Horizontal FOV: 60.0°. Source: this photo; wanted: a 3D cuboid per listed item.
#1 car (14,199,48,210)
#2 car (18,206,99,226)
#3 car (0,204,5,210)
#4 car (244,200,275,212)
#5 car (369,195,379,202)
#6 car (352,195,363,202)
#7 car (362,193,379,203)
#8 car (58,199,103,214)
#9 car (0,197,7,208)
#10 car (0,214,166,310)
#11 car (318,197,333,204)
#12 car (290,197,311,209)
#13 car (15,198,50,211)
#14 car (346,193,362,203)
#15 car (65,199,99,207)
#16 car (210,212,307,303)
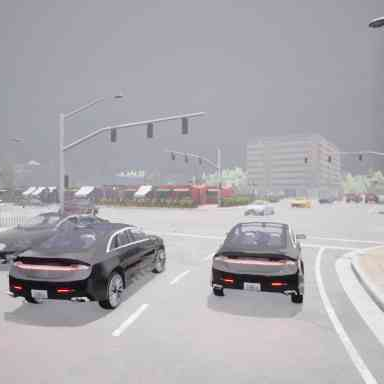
[{"bbox_3d":[-18.155,1.619,36.906,4.181,1.385,1.994,0,0,32],"label":"car"},{"bbox_3d":[-4.766,1.491,11.741,2.128,1.511,4.902,0,0,21],"label":"car"},{"bbox_3d":[-25.948,1.277,41.776,5.566,2.045,2.150,0,0,32],"label":"car"},{"bbox_3d":[6.712,1.568,32.812,1.812,1.442,4.674,0,0,31],"label":"car"},{"bbox_3d":[42.386,1.524,77.296,1.812,1.442,4.674,0,0,32],"label":"car"},{"bbox_3d":[39.622,1.540,79.484,2.033,1.411,5.357,0,0,32],"label":"car"},{"bbox_3d":[36.842,1.225,68.278,2.150,2.045,5.566,0,0,32],"label":"car"},{"bbox_3d":[-12.602,1.547,37.563,4.902,1.511,2.128,0,0,32],"label":"car"},{"bbox_3d":[-28.957,1.533,47.794,5.008,1.535,1.882,0,0,32],"label":"car"},{"bbox_3d":[-2.045,1.492,7.936,2.128,1.511,4.902,0,0,12],"label":"car"},{"bbox_3d":[25.196,1.601,62.741,1.895,1.301,4.718,0,0,32],"label":"car"},{"bbox_3d":[15.324,1.478,46.830,1.882,1.535,5.008,0,0,32],"label":"car"},{"bbox_3d":[-20.408,1.581,42.446,4.674,1.442,1.812,0,0,32],"label":"car"},{"bbox_3d":[34.053,1.225,70.425,2.150,2.045,5.566,0,0,32],"label":"car"},{"bbox_3d":[-11.037,1.619,32.438,4.181,1.385,1.994,0,0,32],"label":"car"},{"bbox_3d":[1.773,1.492,8.318,2.128,1.511,4.902,0,0,17],"label":"car"}]
